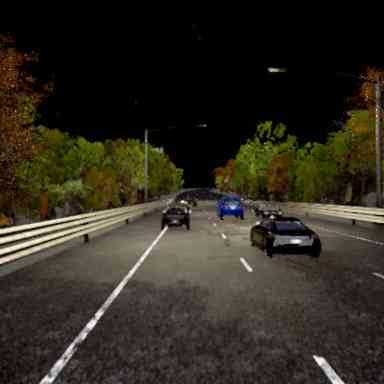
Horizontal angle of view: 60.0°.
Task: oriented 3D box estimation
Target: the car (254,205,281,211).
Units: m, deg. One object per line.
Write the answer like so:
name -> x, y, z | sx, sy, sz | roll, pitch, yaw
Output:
car -> 7.087, 1.900, 31.307 | 1.895, 1.301, 4.718 | 0, -1, 0

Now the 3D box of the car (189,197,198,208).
car -> -0.022, 2.036, 58.362 | 1.882, 1.535, 5.008 | 0, -1, 0

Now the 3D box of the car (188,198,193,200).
car -> -1.065, 1.832, 39.273 | 1.801, 1.575, 5.366 | 0, -1, 0

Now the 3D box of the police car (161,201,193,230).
police car -> -1.058, 1.648, 23.189 | 1.930, 1.638, 5.238 | 0, -1, 0

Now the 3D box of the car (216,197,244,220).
car -> 3.587, 1.526, 31.826 | 2.150, 2.045, 5.566 | 0, -1, 0

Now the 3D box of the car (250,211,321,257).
car -> 3.594, 1.693, 13.467 | 1.994, 1.385, 4.181 | 0, -1, 0

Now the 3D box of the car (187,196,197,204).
car -> -0.029, 1.899, 76.789 | 2.097, 1.767, 4.553 | 0, 0, 0
